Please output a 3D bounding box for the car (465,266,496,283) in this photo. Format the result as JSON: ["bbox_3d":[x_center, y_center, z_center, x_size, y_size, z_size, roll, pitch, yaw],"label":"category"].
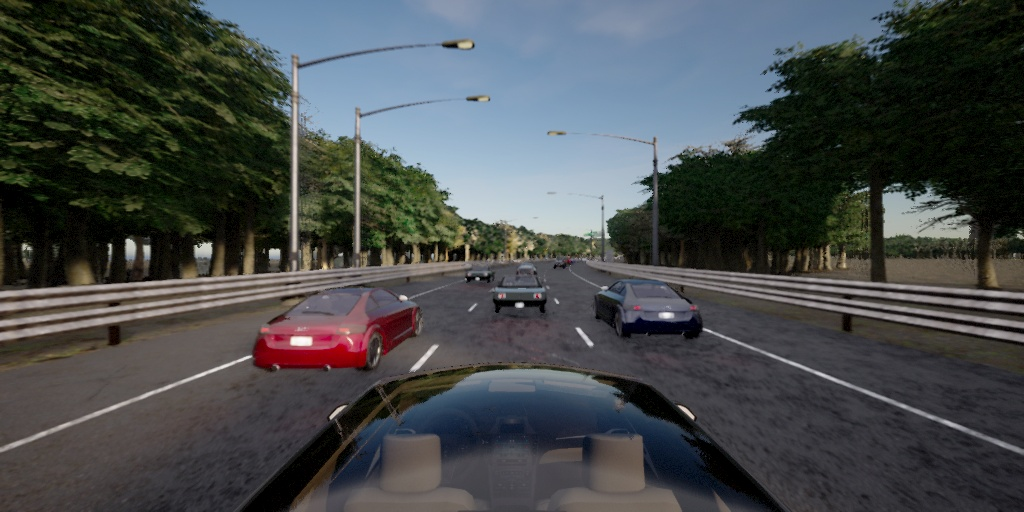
[{"bbox_3d":[-2.429,1.435,29.045,1.895,1.301,4.718,0,0,4],"label":"car"}]

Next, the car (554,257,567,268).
[{"bbox_3d":[8.558,1.451,64.561,1.837,1.490,4.892,0,0,9],"label":"car"}]

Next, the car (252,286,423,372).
[{"bbox_3d":[-3.315,1.328,7.700,1.994,1.385,4.181,0,0,1],"label":"car"}]

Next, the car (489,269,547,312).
[{"bbox_3d":[0.334,1.393,14.393,1.895,1.301,4.718,0,0,2],"label":"car"}]

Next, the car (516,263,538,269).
[{"bbox_3d":[1.294,1.375,32.028,1.812,1.442,4.674,0,0,4],"label":"car"}]

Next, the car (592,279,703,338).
[{"bbox_3d":[3.617,1.348,10.285,1.994,1.385,4.181,0,0,1],"label":"car"}]
